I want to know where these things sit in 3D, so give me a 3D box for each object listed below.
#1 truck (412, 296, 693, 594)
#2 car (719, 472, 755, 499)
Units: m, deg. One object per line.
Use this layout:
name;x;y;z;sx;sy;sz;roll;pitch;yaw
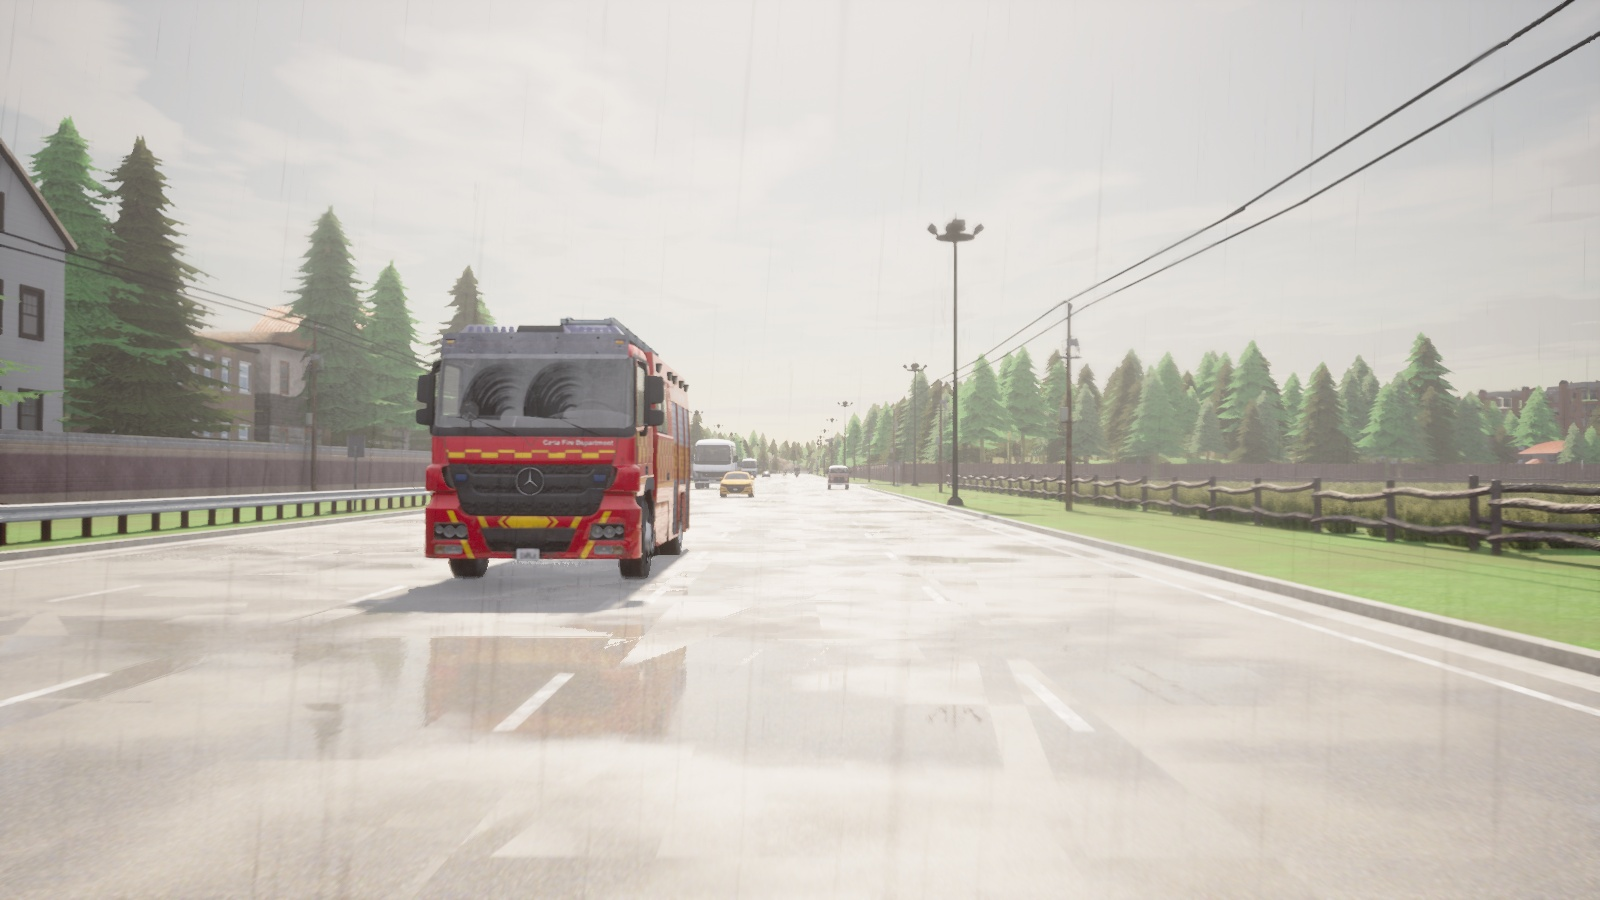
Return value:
truck;-3.553;0.005;20.401;2.891;3.827;8.468;0;-1;0
car;-3.678;2.049;74.232;1.882;1.535;5.008;0;-1;0
